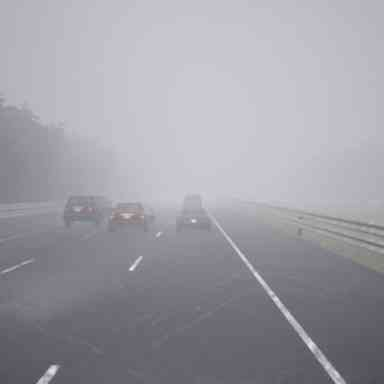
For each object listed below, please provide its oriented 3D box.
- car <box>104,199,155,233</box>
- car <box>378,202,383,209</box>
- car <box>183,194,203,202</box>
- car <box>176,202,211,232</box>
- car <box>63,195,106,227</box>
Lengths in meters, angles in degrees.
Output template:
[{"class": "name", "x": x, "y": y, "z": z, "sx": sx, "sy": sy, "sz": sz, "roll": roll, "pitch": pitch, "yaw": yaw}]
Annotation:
[{"class": "car", "x": -3.408, "y": 1.337, "z": 19.581, "sx": 2.097, "sy": 1.767, "sz": 4.553, "roll": 0, "pitch": 0, "yaw": 0}, {"class": "car", "x": 29.233, "y": 1.647, "z": 48.007, "sx": 1.801, "sy": 1.575, "sz": 5.366, "roll": 0, "pitch": 0, "yaw": -27}, {"class": "car", "x": 0.088, "y": 1.211, "z": 39.446, "sx": 2.150, "sy": 2.045, "sz": 5.566, "roll": 0, "pitch": 0, "yaw": 0}, {"class": "car", "x": 0.093, "y": 1.549, "z": 20.083, "sx": 1.994, "sy": 1.385, "sz": 4.181, "roll": 0, "pitch": 0, "yaw": 0}, {"class": "car", "x": -6.904, "y": 1.199, "z": 22.772, "sx": 2.150, "sy": 2.045, "sz": 5.566, "roll": 1, "pitch": 0, "yaw": 0}]
